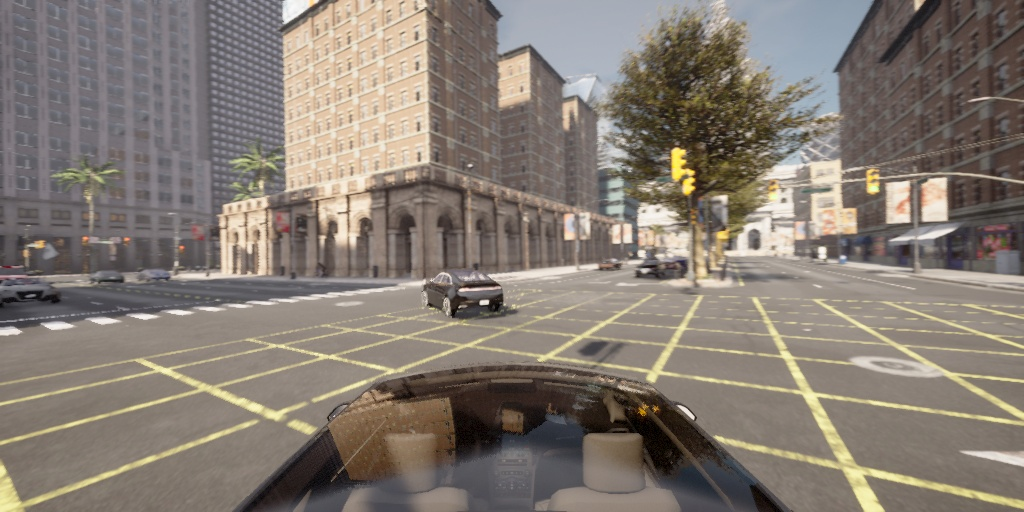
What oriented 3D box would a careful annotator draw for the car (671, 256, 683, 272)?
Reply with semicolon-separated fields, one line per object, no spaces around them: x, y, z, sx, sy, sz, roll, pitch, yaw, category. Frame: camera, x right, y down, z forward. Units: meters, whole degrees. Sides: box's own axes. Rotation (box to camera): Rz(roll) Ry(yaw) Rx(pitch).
16.899;0.960;38.829;1.994;1.385;4.181;-1;0;32;car

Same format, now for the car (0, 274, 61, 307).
-25.730;1.847;18.923;4.181;1.385;1.994;-1;0;31;car

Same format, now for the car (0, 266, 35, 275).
-33.839;1.672;23.814;5.566;2.045;2.150;-1;0;31;car

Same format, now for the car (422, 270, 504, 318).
-2.011;1.282;13.472;2.128;1.511;4.902;-1;0;-28;car

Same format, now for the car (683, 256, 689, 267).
22.248;0.762;47.620;1.882;1.535;5.008;-1;0;31;car

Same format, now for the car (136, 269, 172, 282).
-39.962;2.124;39.976;5.357;1.411;2.033;-1;0;31;car

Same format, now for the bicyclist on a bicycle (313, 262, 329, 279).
-19.099;1.444;35.887;0.582;1.620;1.656;-1;0;31;bicyclist on a bicycle

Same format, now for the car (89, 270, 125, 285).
-41.814;2.179;37.007;4.181;1.385;1.994;-1;0;31;car

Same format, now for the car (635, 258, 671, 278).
11.788;0.994;30.497;2.128;1.511;4.902;-1;0;31;car
